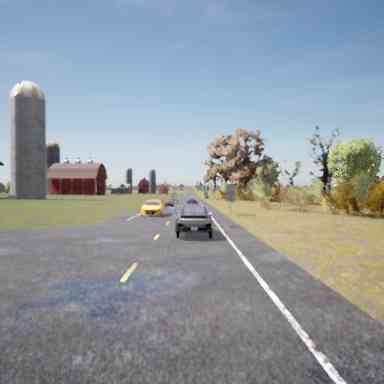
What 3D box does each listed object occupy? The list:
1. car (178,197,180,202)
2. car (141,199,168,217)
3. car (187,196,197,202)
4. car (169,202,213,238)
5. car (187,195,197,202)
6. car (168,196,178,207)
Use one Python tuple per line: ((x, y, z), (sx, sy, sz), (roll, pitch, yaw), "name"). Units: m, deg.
((-3.496, 1.531, 66.616), (1.837, 1.490, 4.892), (0, 0, 0), "car")
((-3.596, 1.494, 31.269), (1.882, 1.535, 5.008), (0, 0, 0), "car")
((0.004, 1.555, 61.619), (1.812, 1.442, 4.674), (0, 0, 0), "car")
((0.107, 1.499, 17.884), (2.128, 1.511, 4.902), (0, 0, 0), "car")
((0.005, 1.455, 71.619), (2.033, 1.411, 5.357), (0, 0, 0), "car")
((-3.574, 1.626, 48.806), (1.895, 1.301, 4.718), (0, 0, 0), "car")
